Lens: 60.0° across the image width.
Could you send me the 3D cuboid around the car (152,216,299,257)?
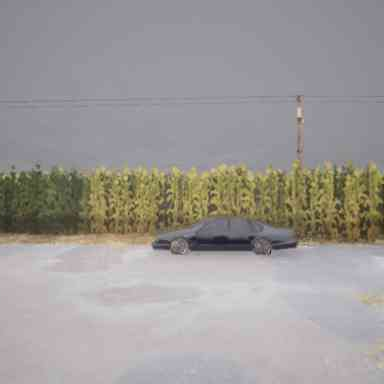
[{"bbox_3d":[1.217,1.624,12.747,5.357,1.411,2.033,0,0,1],"label":"car"}]
